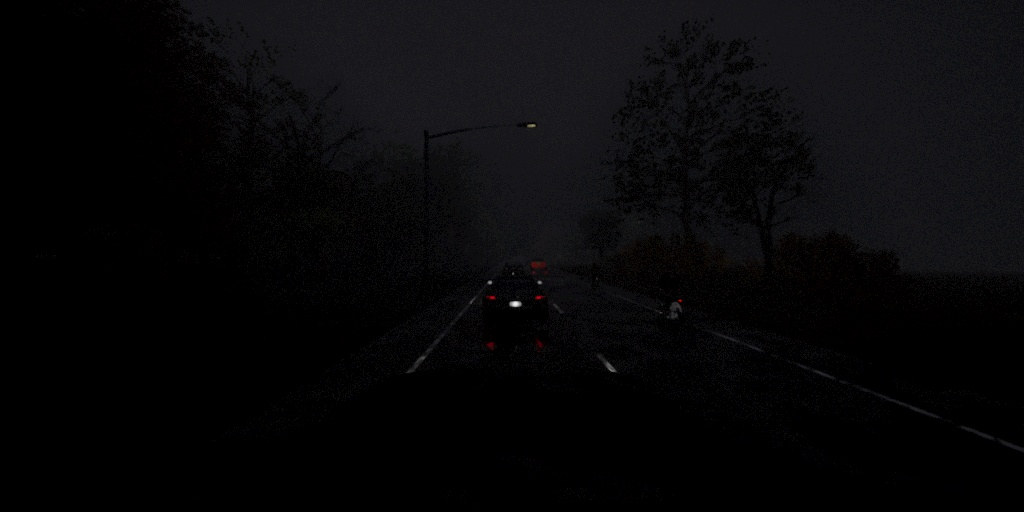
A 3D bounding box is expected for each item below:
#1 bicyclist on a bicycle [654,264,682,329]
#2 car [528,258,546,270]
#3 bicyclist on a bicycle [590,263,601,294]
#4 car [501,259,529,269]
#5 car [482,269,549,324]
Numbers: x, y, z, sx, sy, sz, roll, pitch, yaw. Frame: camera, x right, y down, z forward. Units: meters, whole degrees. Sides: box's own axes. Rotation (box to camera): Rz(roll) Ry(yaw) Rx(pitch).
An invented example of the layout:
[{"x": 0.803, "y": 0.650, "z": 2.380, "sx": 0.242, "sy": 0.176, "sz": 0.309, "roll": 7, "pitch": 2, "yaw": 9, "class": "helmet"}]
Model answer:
[{"x": 4.466, "y": 1.115, "z": 10.369, "sx": 0.659, "sy": 1.776, "sz": 1.843, "roll": 0, "pitch": 0, "yaw": 0, "class": "bicyclist on a bicycle"}, {"x": 3.599, "y": 1.070, "z": 50.265, "sx": 2.097, "sy": 1.767, "sz": 4.553, "roll": 0, "pitch": 0, "yaw": 0, "class": "car"}, {"x": 4.466, "y": 1.191, "z": 19.178, "sx": 0.582, "sy": 1.620, "sz": 1.656, "roll": 0, "pitch": 0, "yaw": 0, "class": "bicyclist on a bicycle"}, {"x": 0.099, "y": 1.222, "z": 31.330, "sx": 2.128, "sy": 1.511, "sz": 4.902, "roll": 0, "pitch": 0, "yaw": 0, "class": "car"}, {"x": 0.099, "y": 1.307, "z": 12.000, "sx": 1.994, "sy": 1.385, "sz": 4.181, "roll": 0, "pitch": 0, "yaw": 0, "class": "car"}]
